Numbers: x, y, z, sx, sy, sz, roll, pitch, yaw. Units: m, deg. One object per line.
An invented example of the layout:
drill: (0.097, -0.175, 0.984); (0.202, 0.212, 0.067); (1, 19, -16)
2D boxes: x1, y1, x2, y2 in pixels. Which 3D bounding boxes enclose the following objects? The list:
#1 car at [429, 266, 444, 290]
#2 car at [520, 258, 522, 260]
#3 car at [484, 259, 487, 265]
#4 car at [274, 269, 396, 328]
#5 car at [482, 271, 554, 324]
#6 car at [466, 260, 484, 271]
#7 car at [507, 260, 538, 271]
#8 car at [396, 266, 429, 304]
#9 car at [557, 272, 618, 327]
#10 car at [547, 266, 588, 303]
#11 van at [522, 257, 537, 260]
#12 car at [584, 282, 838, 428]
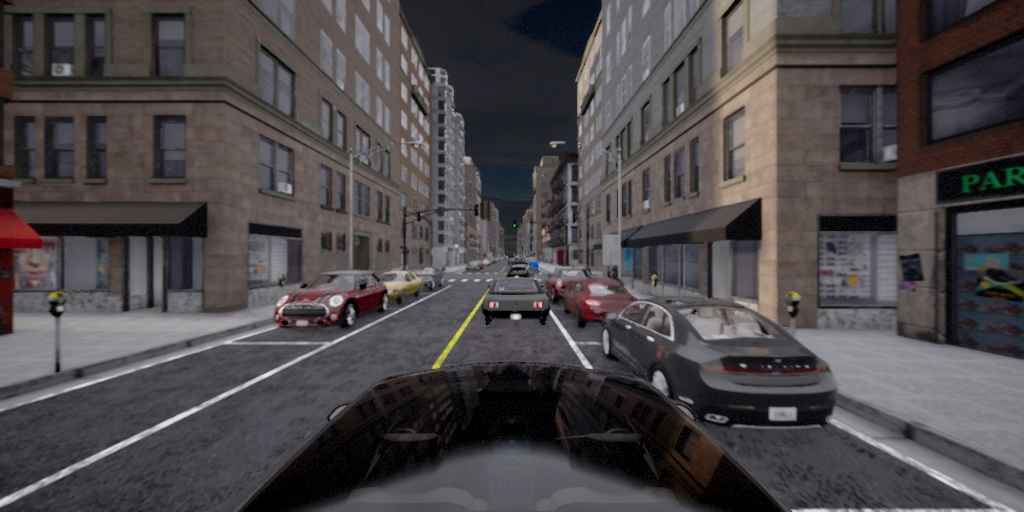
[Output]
car: (-5.370, 1.314, 22.229); (2.007, 1.370, 4.403); (0, 0, 0)
car: (2.689, 1.370, 60.675); (1.802, 1.307, 4.207); (0, 0, 0)
car: (-5.341, 1.329, 54.992); (1.888, 1.381, 4.507); (0, 0, 0)
car: (-5.380, 1.196, 11.193); (1.967, 1.591, 4.097); (0, 0, 0)
car: (0.109, 1.358, 11.955); (1.895, 1.301, 4.718); (0, 0, 0)
car: (-5.346, 1.331, 49.311); (2.007, 1.370, 4.403); (0, 0, 0)
car: (0.824, 1.273, 28.618); (1.837, 1.490, 4.892); (-1, 0, 10)
car: (-5.375, 1.285, 16.541); (1.751, 1.417, 4.829); (0, 0, 0)
car: (2.645, 1.339, 11.193); (1.802, 1.307, 4.207); (0, 0, 0)
car: (2.650, 1.200, 16.712); (1.967, 1.591, 4.097); (0, 0, 0)
van: (2.679, 1.121, 49.312); (1.690, 1.789, 3.998); (0, 0, 0)
car: (2.640, 1.303, 5.674); (2.007, 1.370, 4.403); (0, 0, 0)
